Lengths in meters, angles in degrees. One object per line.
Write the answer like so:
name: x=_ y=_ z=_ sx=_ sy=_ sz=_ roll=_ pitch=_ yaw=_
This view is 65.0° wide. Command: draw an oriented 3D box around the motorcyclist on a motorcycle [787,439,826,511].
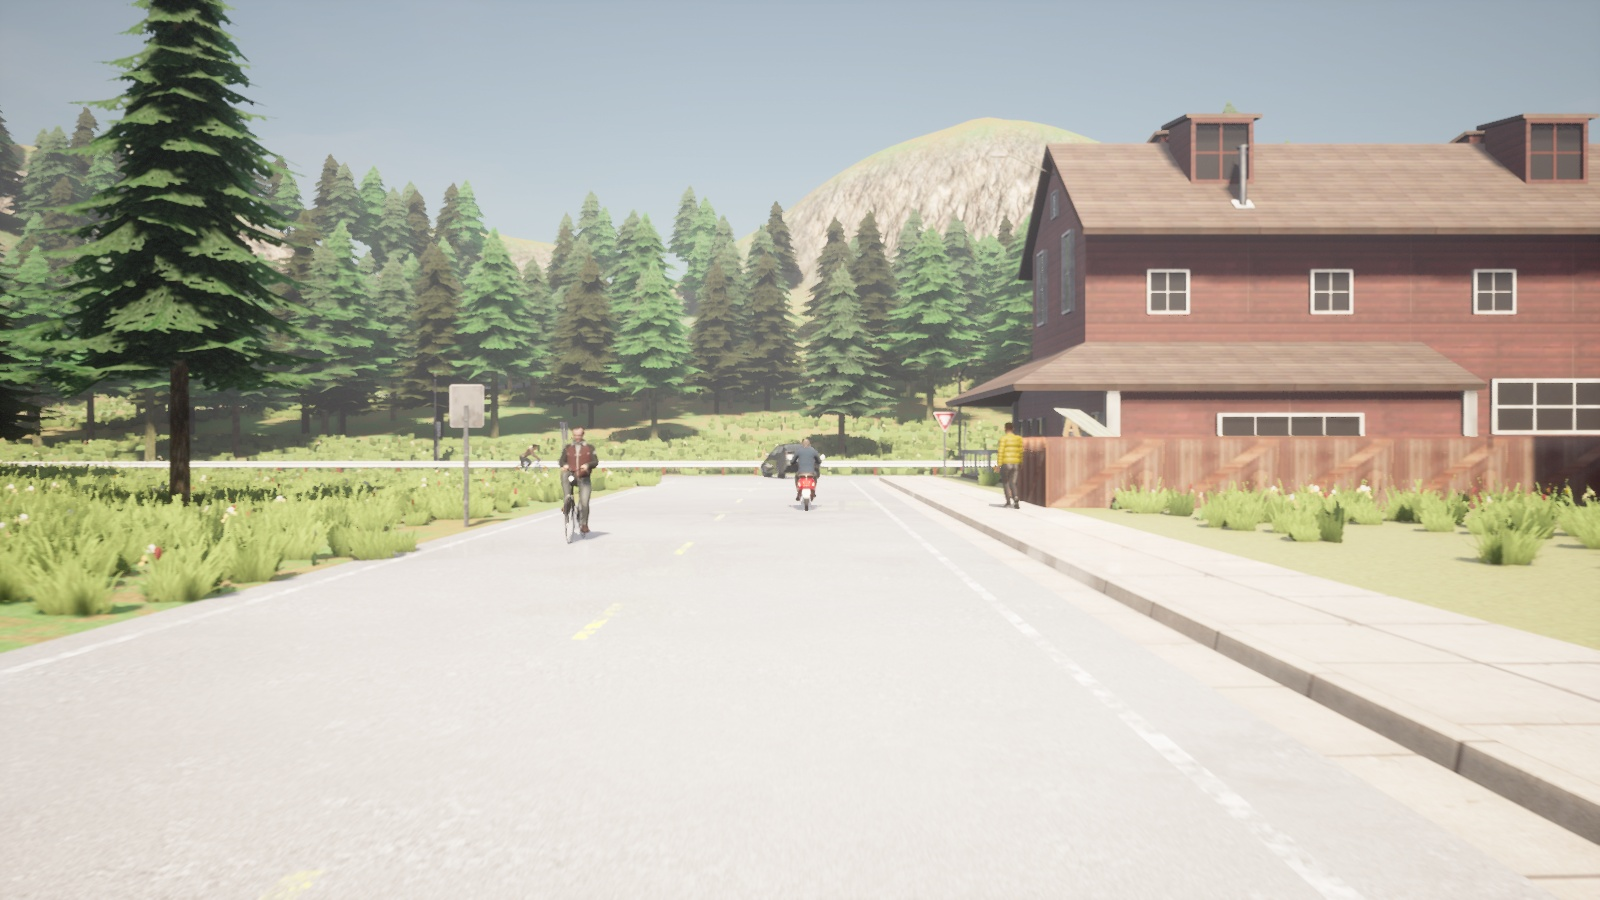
motorcyclist on a motorcycle: x=0.150 y=0.546 z=28.567 sx=0.866 sy=1.590 sz=1.817 roll=0 pitch=0 yaw=0

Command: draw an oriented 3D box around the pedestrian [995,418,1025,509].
pedestrian: x=4.291 y=0.266 z=25.659 sx=0.431 sy=1.840 sz=0.709 roll=0 pitch=0 yaw=-5

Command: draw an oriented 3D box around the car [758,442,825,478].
car: x=-0.416 y=0.443 z=55.368 sx=2.007 sy=1.525 sz=4.514 roll=0 pitch=0 yaw=-13

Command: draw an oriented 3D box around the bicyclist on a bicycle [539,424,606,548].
bicyclist on a bicycle: x=-3.396 y=0.512 z=18.894 sx=0.659 sy=1.776 sz=1.843 roll=0 pitch=0 yaw=0
